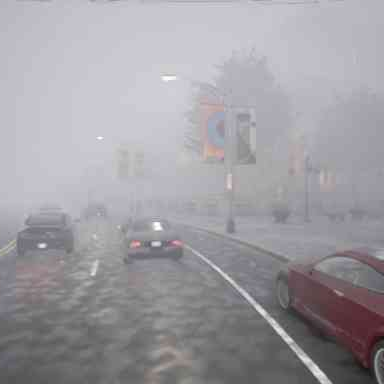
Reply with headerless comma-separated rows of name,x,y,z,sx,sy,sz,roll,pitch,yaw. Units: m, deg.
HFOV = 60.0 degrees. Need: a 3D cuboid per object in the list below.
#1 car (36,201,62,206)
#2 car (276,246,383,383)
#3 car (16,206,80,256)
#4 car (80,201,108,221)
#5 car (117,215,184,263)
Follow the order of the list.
car,-12.319,1.539,28.705,1.882,1.535,5.008,0,0,-26
car,2.782,1.508,4.804,2.002,1.452,4.674,0,0,-7
car,-5.692,1.534,13.438,1.837,1.490,4.892,0,0,-17
car,-8.664,1.551,29.201,1.837,1.490,4.892,0,0,-26
car,-1.642,1.557,12.069,2.033,1.411,5.357,0,0,-14
